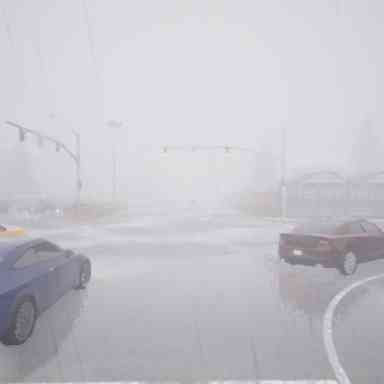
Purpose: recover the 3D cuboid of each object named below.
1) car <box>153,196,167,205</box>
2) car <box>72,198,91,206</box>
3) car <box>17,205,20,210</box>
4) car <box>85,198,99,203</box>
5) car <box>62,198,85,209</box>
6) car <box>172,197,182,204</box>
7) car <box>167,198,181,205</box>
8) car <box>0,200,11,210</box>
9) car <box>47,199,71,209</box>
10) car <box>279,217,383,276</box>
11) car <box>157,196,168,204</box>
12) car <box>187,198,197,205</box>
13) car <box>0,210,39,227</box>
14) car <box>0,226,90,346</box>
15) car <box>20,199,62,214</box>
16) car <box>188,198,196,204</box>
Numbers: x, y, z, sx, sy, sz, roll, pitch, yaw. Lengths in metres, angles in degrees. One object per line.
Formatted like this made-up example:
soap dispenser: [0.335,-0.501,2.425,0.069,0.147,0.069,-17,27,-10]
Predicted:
car: [-7.000,1.950,68.710,2.033,1.411,5.357,0,0,0]
car: [-21.000,1.864,63.246,1.882,1.535,5.008,0,0,0]
car: [-21.085,1.798,43.689,1.812,1.442,4.674,0,0,0]
car: [-17.500,1.917,57.910,1.994,1.385,4.181,0,0,0]
car: [-17.561,1.821,48.123,1.812,1.442,4.674,0,0,0]
car: [-3.500,1.999,77.637,2.033,1.411,5.357,0,0,0]
car: [-3.499,1.961,67.849,1.994,1.385,4.181,0,0,0]
car: [-21.097,1.572,34.881,2.097,1.767,4.553,0,0,0]
car: [-21.035,1.831,52.973,1.837,1.490,4.892,0,0,1]
car: [4.914,1.538,10.731,5.008,1.535,1.882,0,-2,-37]
car: [-7.001,1.826,79.226,2.097,1.767,4.553,0,0,1]
car: [0.002,1.901,67.635,1.837,1.490,4.892,0,0,0]
car: [-6.903,1.543,10.213,1.882,1.535,5.008,0,0,0]
car: [-3.405,1.565,6.284,1.812,1.442,4.674,0,0,0]
car: [-17.616,1.734,39.105,2.128,1.511,4.902,0,0,-1]
car: [0.000,2.055,78.084,1.895,1.301,4.718,0,0,0]
